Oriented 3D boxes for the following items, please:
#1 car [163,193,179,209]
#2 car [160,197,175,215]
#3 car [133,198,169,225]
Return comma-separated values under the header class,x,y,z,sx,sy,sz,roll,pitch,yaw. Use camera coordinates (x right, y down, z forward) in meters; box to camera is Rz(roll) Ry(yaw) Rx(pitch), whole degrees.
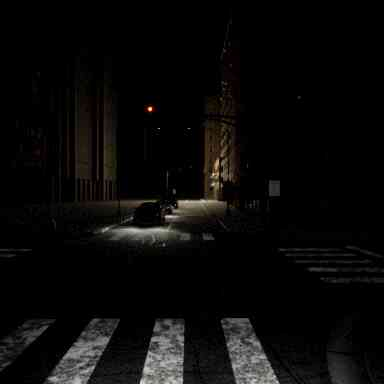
class,x,y,z,sx,sy,sz,roll,pitch,yaw
car,-3.001,1.222,45.122,2.150,2.045,5.566,0,0,1
car,-3.036,1.527,34.412,1.812,1.442,4.674,0,0,0
car,-3.053,1.479,24.448,1.882,1.535,5.008,0,0,0
